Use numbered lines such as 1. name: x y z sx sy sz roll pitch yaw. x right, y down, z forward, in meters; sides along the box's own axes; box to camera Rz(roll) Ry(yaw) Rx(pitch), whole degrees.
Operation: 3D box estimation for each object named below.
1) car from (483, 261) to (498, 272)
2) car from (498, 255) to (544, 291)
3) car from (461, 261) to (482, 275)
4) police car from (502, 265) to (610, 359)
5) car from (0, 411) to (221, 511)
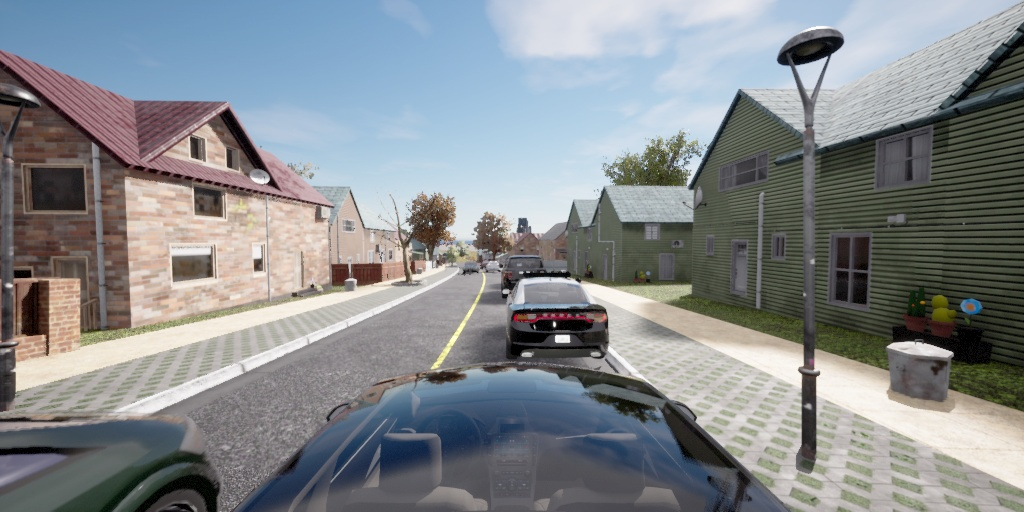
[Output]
1. car: -2.516 1.405 47.592 1.812 1.442 4.674 0 0 -6
2. car: 0.529 0.985 18.515 2.150 2.045 5.566 0 0 -2
3. car: -4.679 1.362 40.926 1.837 1.490 4.892 0 0 -6
4. police car: 0.803 1.173 8.534 1.930 1.638 5.238 0 0 -1
5. car: -2.882 1.315 0.567 1.994 1.385 4.181 0 0 0
